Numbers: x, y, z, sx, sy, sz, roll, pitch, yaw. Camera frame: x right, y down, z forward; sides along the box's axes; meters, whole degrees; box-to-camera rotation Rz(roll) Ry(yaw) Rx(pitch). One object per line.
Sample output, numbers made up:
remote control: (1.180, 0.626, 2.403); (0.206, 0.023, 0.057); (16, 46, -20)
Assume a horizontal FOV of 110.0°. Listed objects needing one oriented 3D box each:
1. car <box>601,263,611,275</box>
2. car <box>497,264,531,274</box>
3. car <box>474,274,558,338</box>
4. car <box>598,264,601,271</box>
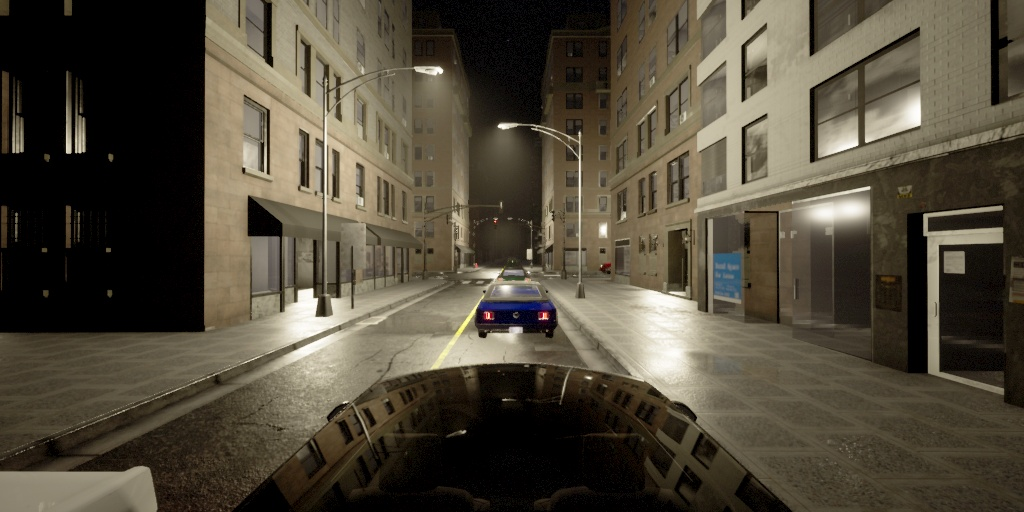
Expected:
car: (12.444, 1.324, 37.395); (5.357, 1.411, 2.033); (0, 0, 0)
car: (0.092, 1.321, 20.032); (1.994, 1.385, 4.181); (0, 0, 0)
car: (0.099, 1.352, 10.142); (1.895, 1.301, 4.718); (0, 0, 0)
car: (12.256, 1.102, 39.928); (5.009, 1.841, 2.192); (0, 0, 0)
